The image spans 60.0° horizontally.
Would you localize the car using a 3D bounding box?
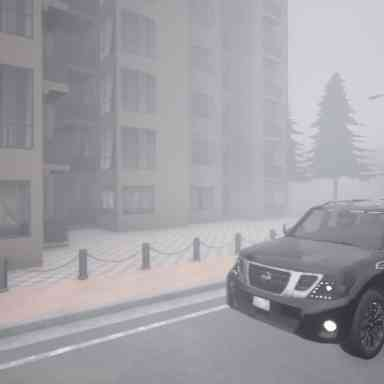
[{"bbox_3d":[3.230,1.193,6.296,5.566,2.045,2.150,-1,0,-35],"label":"car"}]
